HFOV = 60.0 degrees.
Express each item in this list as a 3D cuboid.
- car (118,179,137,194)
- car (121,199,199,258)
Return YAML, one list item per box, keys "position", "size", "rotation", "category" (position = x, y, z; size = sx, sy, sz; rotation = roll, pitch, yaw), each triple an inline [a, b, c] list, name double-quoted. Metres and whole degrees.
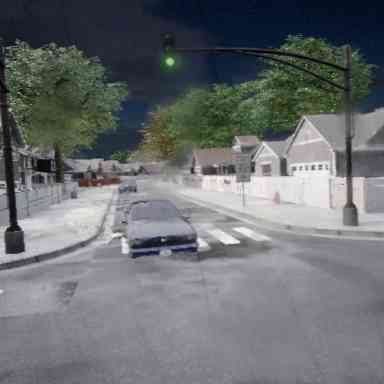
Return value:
- position: [-7.901, -0.791, 40.596]
  size: [2.097, 1.767, 4.553]
  rotation: [-3, 3, -11]
  category: "car"
- position: [-1.273, 0.962, 10.719]
  size: [2.033, 1.411, 5.357]
  rotation: [-3, 4, -13]
  category: "car"
